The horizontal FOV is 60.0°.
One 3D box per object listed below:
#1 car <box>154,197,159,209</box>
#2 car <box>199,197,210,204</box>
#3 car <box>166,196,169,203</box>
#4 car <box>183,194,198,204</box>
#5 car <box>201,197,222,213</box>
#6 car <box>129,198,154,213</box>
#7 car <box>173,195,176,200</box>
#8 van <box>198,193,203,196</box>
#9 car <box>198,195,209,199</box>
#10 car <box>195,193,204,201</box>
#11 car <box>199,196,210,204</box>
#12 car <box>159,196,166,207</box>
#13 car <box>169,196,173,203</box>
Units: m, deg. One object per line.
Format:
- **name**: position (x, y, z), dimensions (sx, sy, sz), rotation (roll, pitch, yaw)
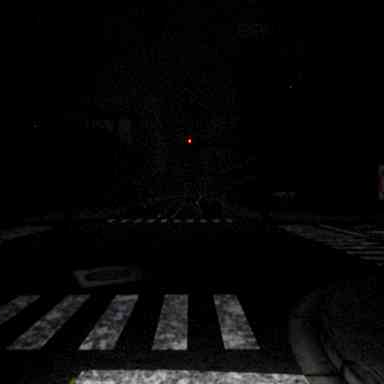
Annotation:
- **car**: position (-5.689, 1.475, 42.074), dimensions (1.967, 1.590, 4.097), rotation (0, 0, 0)
- **car**: position (2.358, 1.625, 64.109), dimensions (2.008, 1.369, 4.403), rotation (0, 0, 0)
- **car**: position (-5.672, 1.614, 58.606), dimensions (2.008, 1.369, 4.403), rotation (0, 0, 0)
- **car**: position (-0.279, 1.579, 63.703), dimensions (1.837, 1.490, 4.892), rotation (0, 0, 0)
- **car**: position (2.330, 1.593, 36.554), dimensions (1.947, 1.339, 4.313), rotation (0, 0, 0)
- **car**: position (-5.695, 1.468, 36.563), dimensions (1.967, 1.590, 4.097), rotation (0, 0, 0)
- **car**: position (-5.650, 1.667, 80.649), dimensions (2.008, 1.369, 4.403), rotation (0, 0, 0)
- **van**: position (2.353, 1.404, 58.598), dimensions (1.690, 1.788, 3.998), rotation (0, 0, 0)
- **car**: position (2.347, 1.618, 53.088), dimensions (1.947, 1.339, 4.313), rotation (0, 0, 0)
- **car**: position (2.018, 1.370, 90.554), dimensions (2.150, 2.045, 5.566), rotation (0, 0, 0)
- **car**: position (2.341, 1.625, 47.577), dimensions (1.802, 1.307, 4.206), rotation (0, 0, 0)
- **car**: position (-5.678, 1.634, 53.095), dimensions (1.802, 1.307, 4.206), rotation (0, 0, 0)
- **car**: position (-5.661, 1.528, 69.628), dimensions (1.967, 1.590, 4.097), rotation (0, 0, 0)
